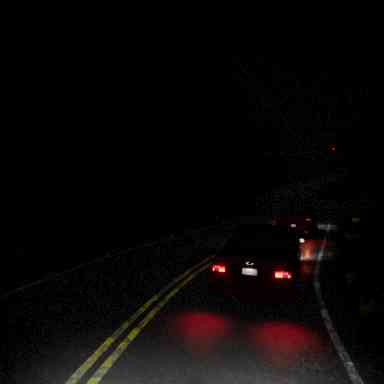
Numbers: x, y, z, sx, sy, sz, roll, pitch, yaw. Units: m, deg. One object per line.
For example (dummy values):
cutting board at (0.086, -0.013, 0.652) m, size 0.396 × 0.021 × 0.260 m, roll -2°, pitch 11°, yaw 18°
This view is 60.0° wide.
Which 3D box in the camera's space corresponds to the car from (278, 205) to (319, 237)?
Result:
car at (5.931, 1.484, 18.482) m, size 1.882 × 1.535 × 5.008 m, roll 2°, pitch 1°, yaw 23°

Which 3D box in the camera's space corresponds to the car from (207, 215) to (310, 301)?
car at (1.859, 1.548, 8.630) m, size 2.033 × 1.411 × 5.357 m, roll 2°, pitch 0°, yaw 18°
